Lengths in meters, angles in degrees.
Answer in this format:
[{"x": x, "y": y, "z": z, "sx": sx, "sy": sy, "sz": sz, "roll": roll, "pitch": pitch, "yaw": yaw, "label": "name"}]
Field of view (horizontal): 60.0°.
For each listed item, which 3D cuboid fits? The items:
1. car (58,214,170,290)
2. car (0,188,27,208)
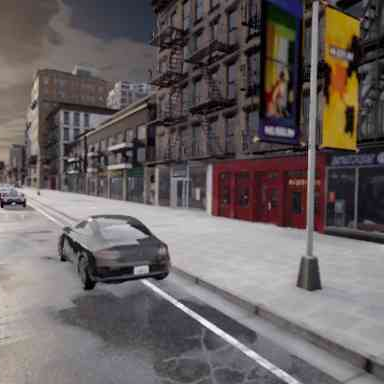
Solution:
[{"x": -2.154, "y": 1.288, "z": 8.464, "sx": 1.812, "sy": 1.442, "sz": 4.674, "roll": 0, "pitch": 2, "yaw": -31, "label": "car"}, {"x": -15.582, "y": 0.613, "z": 29.015, "sx": 1.895, "sy": 1.301, "sz": 4.718, "roll": 0, "pitch": 2, "yaw": -30, "label": "car"}]
